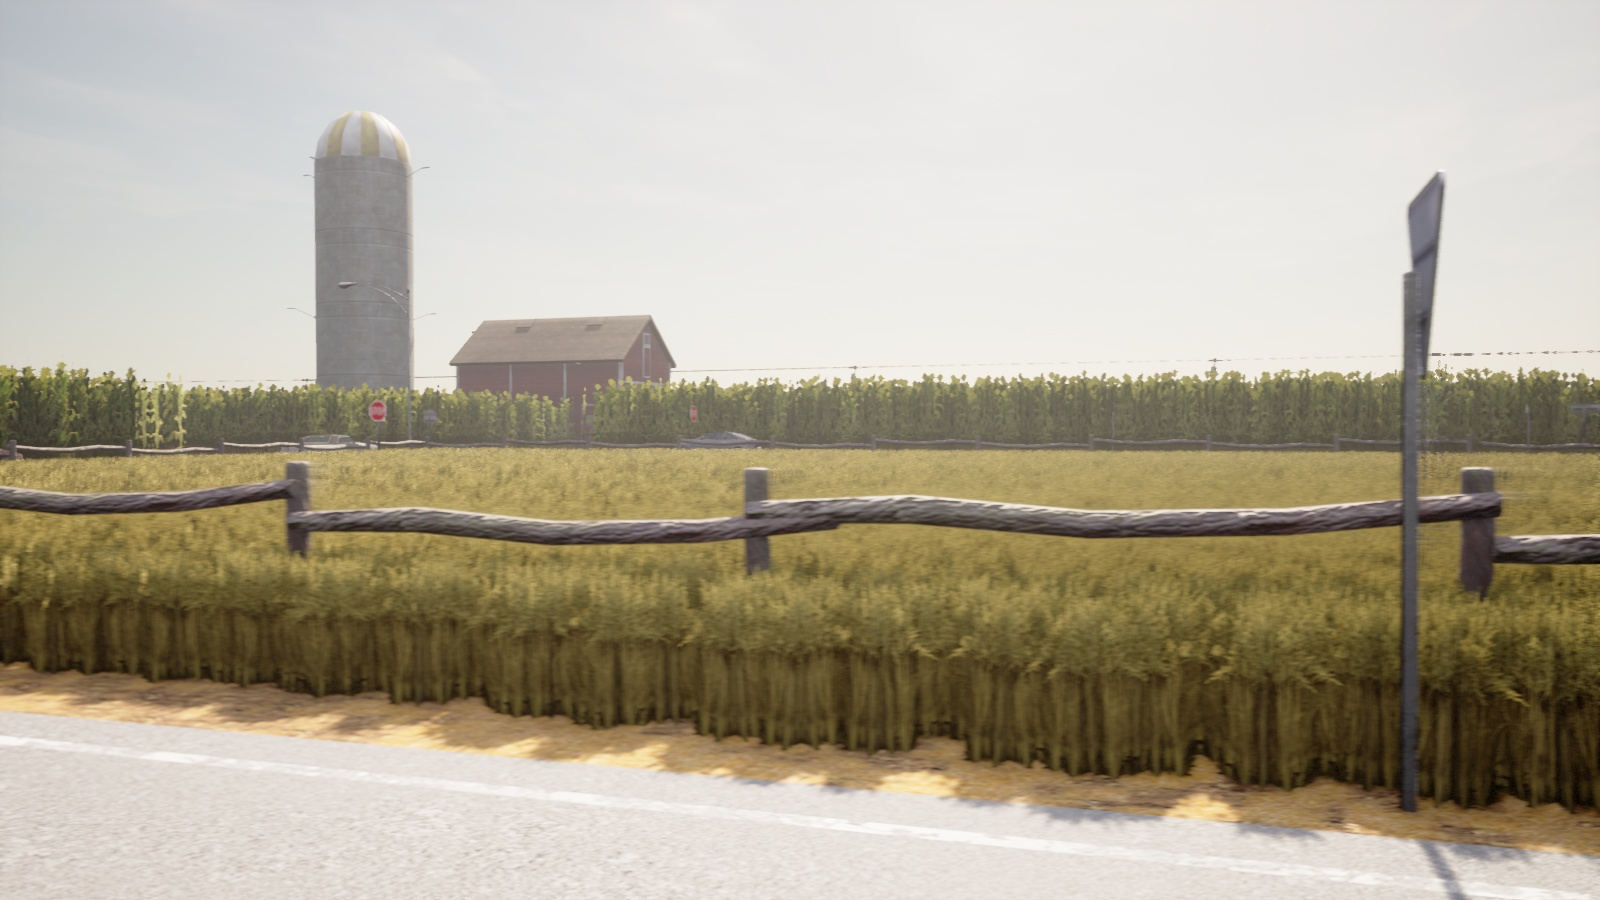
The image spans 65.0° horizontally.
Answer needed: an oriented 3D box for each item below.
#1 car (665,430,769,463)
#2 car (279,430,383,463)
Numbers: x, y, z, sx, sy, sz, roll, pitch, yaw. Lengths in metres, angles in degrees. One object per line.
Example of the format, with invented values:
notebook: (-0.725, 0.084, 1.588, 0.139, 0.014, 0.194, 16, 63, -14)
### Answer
car: (-3.698, -0.181, 56.306, 4.181, 1.385, 1.994, 1, 1, 19)
car: (-20.248, -0.169, 54.495, 1.895, 1.301, 4.718, 0, 2, 14)
